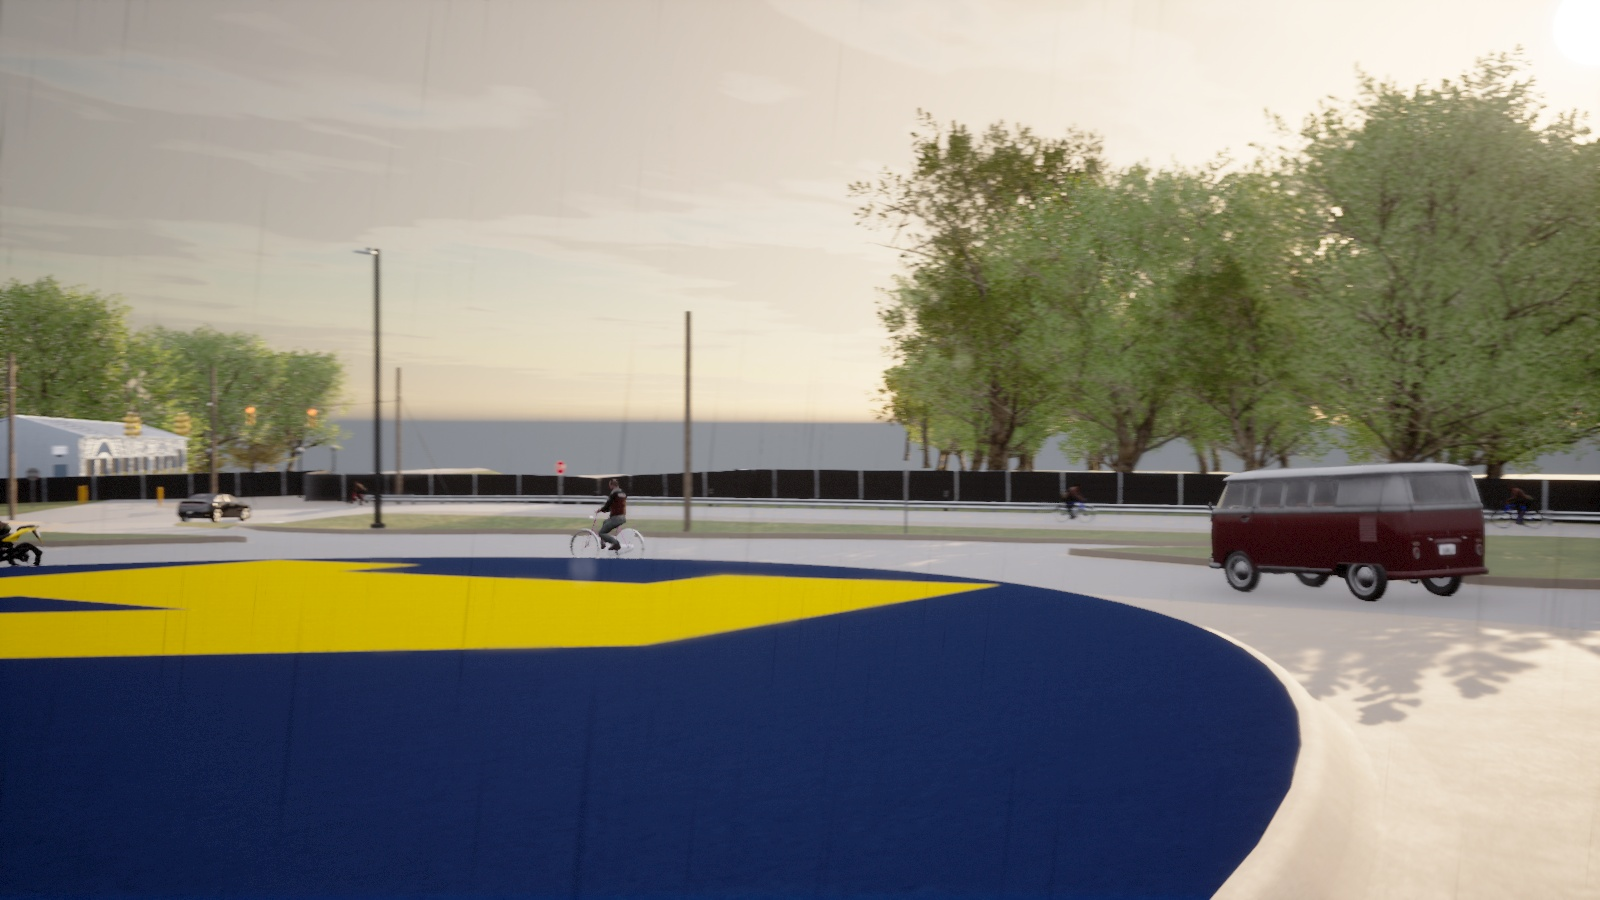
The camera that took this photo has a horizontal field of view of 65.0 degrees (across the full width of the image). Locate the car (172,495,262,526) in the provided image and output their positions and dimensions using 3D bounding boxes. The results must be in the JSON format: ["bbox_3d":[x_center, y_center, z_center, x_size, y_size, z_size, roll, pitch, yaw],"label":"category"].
[{"bbox_3d":[-30.042,3.110,64.881,2.128,1.511,4.902,0,-2,3],"label":"car"}]

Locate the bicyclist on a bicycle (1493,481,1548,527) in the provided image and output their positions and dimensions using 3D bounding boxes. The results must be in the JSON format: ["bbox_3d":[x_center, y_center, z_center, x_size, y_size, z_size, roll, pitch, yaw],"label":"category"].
[{"bbox_3d":[25.663,1.910,44.735,1.656,1.620,0.582,-1,1,34],"label":"bicyclist on a bicycle"}]

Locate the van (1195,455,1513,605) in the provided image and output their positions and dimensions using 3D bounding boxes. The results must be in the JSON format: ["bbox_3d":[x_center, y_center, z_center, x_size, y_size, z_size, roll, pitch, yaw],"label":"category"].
[{"bbox_3d":[8.331,1.207,19.394,1.775,1.987,4.442,-1,-3,-22],"label":"van"}]

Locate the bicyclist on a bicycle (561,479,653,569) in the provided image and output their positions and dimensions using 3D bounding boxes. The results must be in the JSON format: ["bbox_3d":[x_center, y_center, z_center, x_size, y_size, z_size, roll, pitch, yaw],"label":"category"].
[{"bbox_3d":[-3.947,1.505,25.649,1.843,1.776,0.659,-2,-3,28],"label":"bicyclist on a bicycle"}]

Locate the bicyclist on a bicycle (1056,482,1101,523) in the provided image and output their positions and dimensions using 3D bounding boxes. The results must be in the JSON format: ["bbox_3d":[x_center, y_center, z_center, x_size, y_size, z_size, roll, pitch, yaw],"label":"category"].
[{"bbox_3d":[11.208,2.100,50.489,1.656,1.620,0.582,-1,1,35],"label":"bicyclist on a bicycle"}]

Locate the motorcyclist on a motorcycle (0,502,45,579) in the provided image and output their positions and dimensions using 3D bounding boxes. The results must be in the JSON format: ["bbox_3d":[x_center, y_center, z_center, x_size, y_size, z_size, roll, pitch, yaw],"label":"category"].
[{"bbox_3d":[-16.546,1.847,25.469,2.044,1.523,0.797,-1,-1,-25],"label":"motorcyclist on a motorcycle"}]
